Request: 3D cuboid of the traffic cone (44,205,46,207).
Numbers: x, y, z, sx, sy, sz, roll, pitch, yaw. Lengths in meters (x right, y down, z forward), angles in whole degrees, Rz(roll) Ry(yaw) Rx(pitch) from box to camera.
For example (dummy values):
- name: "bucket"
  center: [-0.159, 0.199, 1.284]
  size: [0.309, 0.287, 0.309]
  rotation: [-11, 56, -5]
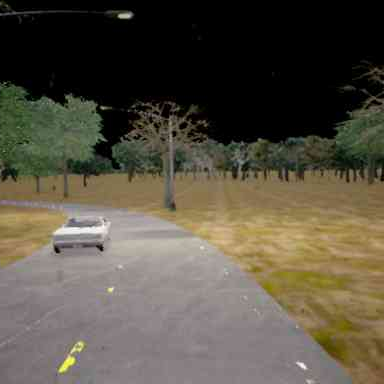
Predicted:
- name: "traffic cone"
  center: [-23.663, 2.110, 53.511]
  size: [0.340, 0.580, 0.340]
  rotation: [-3, 2, -39]

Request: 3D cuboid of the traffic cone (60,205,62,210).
- name: "traffic cone"
  center: [-17.943, 2.101, 45.682]
  size: [0.340, 0.580, 0.340]
  rotation: [-2, 1, -33]

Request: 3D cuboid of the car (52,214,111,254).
- name: "car"
  center: [-4.536, 1.666, 14.202]
  size: [1.895, 1.301, 4.718]
  rotation: [-1, 0, -11]
